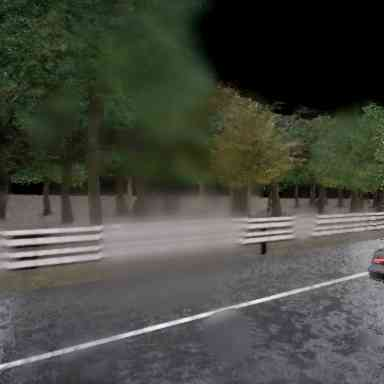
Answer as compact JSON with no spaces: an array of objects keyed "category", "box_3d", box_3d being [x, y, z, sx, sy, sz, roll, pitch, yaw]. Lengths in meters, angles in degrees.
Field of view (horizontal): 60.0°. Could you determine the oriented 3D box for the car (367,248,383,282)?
[{"category":"car","box_3d":[6.672,1.662,8.597,5.357,1.411,2.033,1,0,-35]}]
